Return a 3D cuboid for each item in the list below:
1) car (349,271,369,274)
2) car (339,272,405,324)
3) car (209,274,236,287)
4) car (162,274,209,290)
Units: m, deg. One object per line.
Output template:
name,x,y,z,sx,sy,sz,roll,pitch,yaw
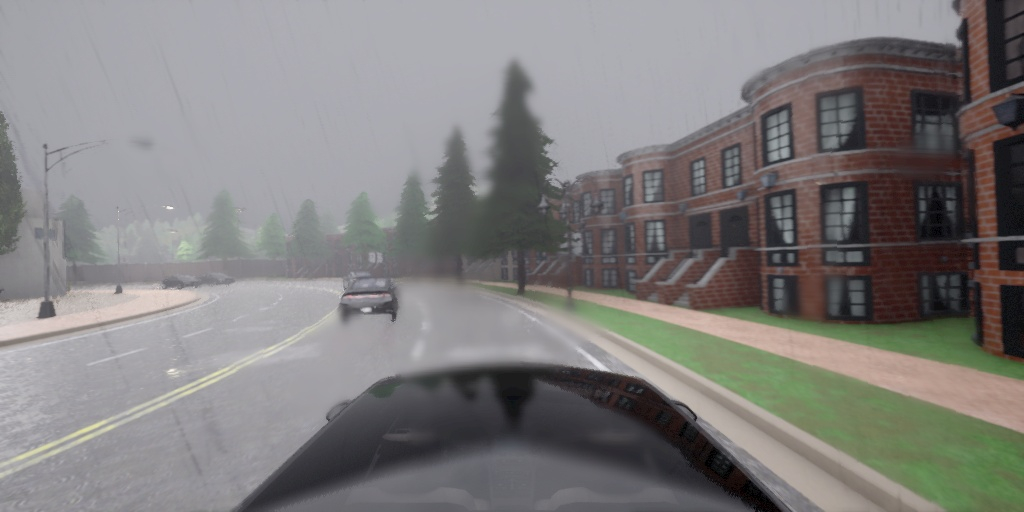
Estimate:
car,-11.871,1.920,27.927,2.128,1.511,4.902,-1,-1,-34
car,-5.218,1.546,13.707,2.128,1.511,4.902,-1,-1,-15
car,-34.118,2.760,41.363,4.892,1.490,1.837,-3,-1,22
car,-34.847,2.737,37.875,4.892,1.490,1.837,-3,-1,23
